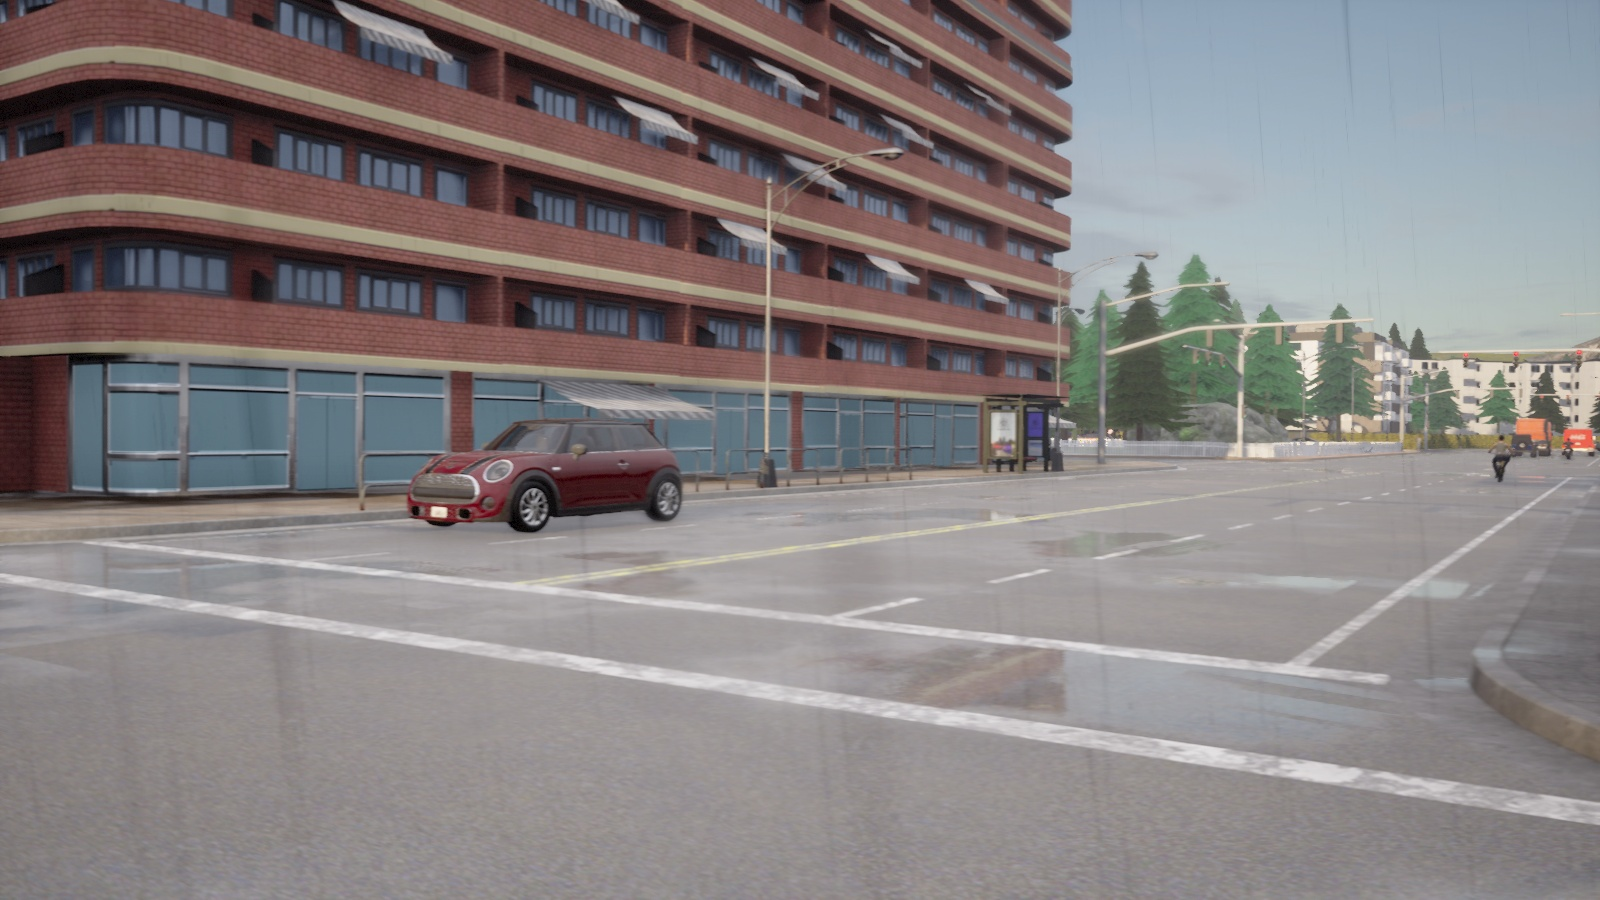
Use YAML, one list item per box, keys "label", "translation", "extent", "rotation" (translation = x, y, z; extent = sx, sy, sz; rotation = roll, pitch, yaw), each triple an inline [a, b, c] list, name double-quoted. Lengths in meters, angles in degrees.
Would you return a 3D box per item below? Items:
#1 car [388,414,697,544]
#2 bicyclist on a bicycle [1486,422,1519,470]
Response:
- label: "car"
  translation: [-3.853, 0.355, 19.592]
  extent: [2.097, 1.767, 4.553]
  rotation: [0, 1, 33]
- label: "bicyclist on a bicycle"
  translation: [24.016, -0.136, 42.911]
  extent: [0.866, 1.612, 1.509]
  rotation: [0, 1, 34]
